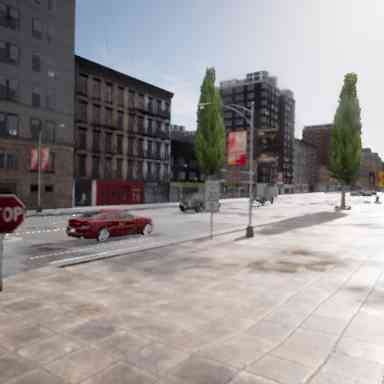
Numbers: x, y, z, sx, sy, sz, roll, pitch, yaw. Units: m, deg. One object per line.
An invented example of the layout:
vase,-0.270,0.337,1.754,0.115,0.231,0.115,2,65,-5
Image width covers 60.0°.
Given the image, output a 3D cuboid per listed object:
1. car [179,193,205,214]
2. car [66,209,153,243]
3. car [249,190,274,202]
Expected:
car,0.907,1.172,36.262,2.150,2.045,5.566,2,1,35
car,-4.157,1.658,17.597,1.882,1.535,5.008,2,1,35
car,10.516,0.761,49.758,2.150,2.045,5.566,2,1,35
